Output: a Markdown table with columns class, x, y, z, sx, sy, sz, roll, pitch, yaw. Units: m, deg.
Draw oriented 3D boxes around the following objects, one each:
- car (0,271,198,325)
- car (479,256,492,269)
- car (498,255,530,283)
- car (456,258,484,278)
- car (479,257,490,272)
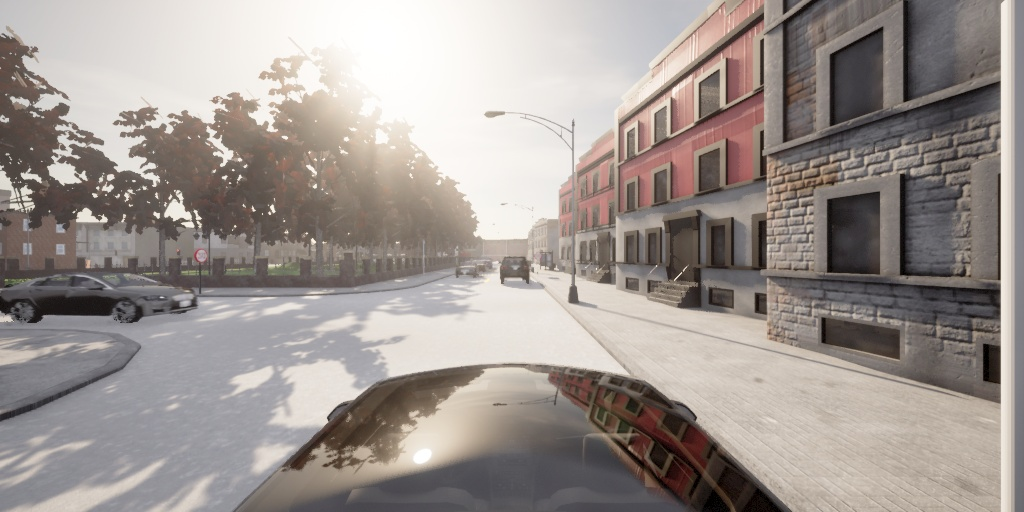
| class | x | y | z | sx | sy | sz | roll | pitch | yaw |
| --- | --- | --- | --- | --- | --- | --- | --- | --- | --- |
| car | -12.810 | 1.241 | 11.307 | 4.902 | 1.511 | 2.128 | 0 | 0 | -1 |
| car | -4.198 | 0.971 | 55.065 | 2.150 | 2.045 | 5.566 | 0 | 0 | 0 |
| car | 0.153 | 0.971 | 27.838 | 2.150 | 2.045 | 5.566 | 0 | 0 | -2 |
| car | -4.179 | 1.241 | 34.182 | 2.128 | 1.511 | 4.902 | 0 | 0 | 0 |
| car | -4.199 | 1.228 | 44.330 | 1.882 | 1.535 | 5.008 | 0 | 0 | 0 |
